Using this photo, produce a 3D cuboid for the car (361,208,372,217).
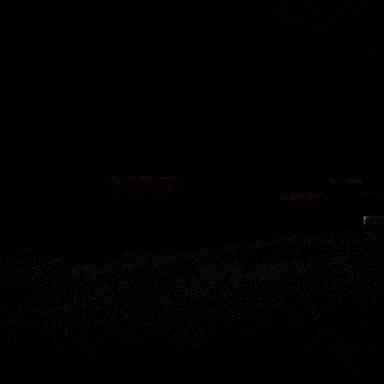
[{"bbox_3d":[18.233,2.115,38.519,1.812,1.442,4.674,-1,-1,-36],"label":"car"}]
